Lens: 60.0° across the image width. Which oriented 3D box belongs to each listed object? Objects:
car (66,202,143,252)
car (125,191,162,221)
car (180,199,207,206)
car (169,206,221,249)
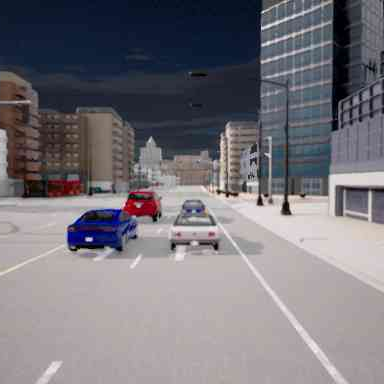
[{"bbox_3d":[-3.402,1.387,13.461,1.882,1.535,5.008,0,1,0],"label":"car"},{"bbox_3d":[-3.407,0.922,23.912,2.150,2.045,5.566,0,2,0],"label":"car"},{"bbox_3d":[0.105,1.244,24.059,2.033,1.411,5.357,0,1,0],"label":"car"},{"bbox_3d":[0.096,1.507,13.980,1.895,1.301,4.718,0,1,0],"label":"car"}]
